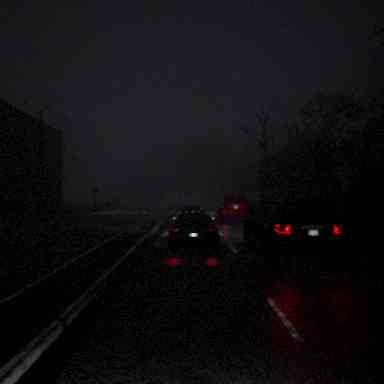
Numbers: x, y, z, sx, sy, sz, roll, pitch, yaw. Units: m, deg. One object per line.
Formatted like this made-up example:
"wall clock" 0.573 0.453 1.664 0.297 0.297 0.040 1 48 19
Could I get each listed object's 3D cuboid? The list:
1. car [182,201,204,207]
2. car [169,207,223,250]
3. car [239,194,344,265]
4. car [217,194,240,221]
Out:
"car" 0.083 1.513 29.812 1.812 1.442 4.674 0 0 0
"car" 0.072 1.558 14.309 1.994 1.385 4.181 0 0 0
"car" 3.314 1.216 11.884 2.150 2.045 5.566 0 0 -1
"car" 3.312 1.212 27.549 2.150 2.045 5.566 0 0 0
